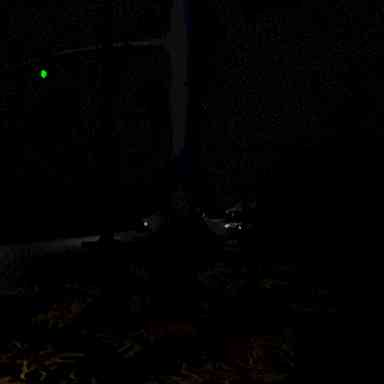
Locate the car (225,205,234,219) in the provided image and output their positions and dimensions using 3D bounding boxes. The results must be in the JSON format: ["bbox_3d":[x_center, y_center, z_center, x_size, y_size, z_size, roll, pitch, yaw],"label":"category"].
[{"bbox_3d":[4.570,1.520,28.331,1.812,1.442,4.674,0,0,35],"label":"car"}]

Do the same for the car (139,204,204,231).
[{"bbox_3d":[-1.123,1.486,20.275,2.128,1.511,4.902,0,0,35],"label":"car"}]
